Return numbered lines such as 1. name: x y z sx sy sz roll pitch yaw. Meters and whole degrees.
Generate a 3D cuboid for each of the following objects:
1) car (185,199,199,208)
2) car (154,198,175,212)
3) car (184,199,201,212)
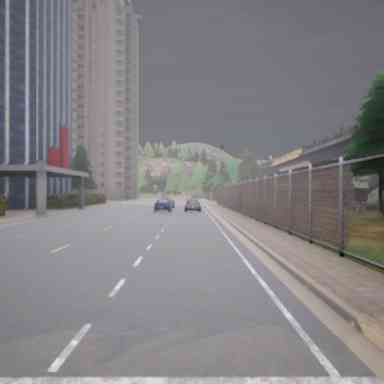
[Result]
1. car: -0.006 1.723 50.116 1.895 1.301 4.718 0 0 0
2. car: -3.409 1.566 39.452 1.882 1.535 5.008 0 0 0
3. car: 0.093 1.656 39.844 1.994 1.385 4.181 0 0 0
